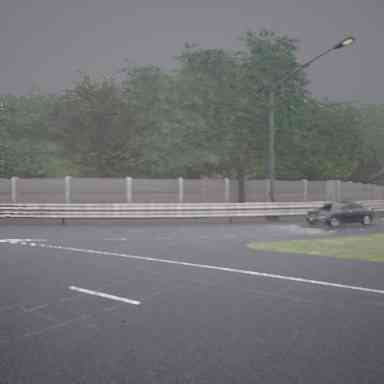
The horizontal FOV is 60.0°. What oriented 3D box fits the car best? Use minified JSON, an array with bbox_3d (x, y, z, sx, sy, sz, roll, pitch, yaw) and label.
[{"bbox_3d":[9.420,1.392,21.231,4.892,1.490,1.837,0,0,-26],"label":"car"}]
